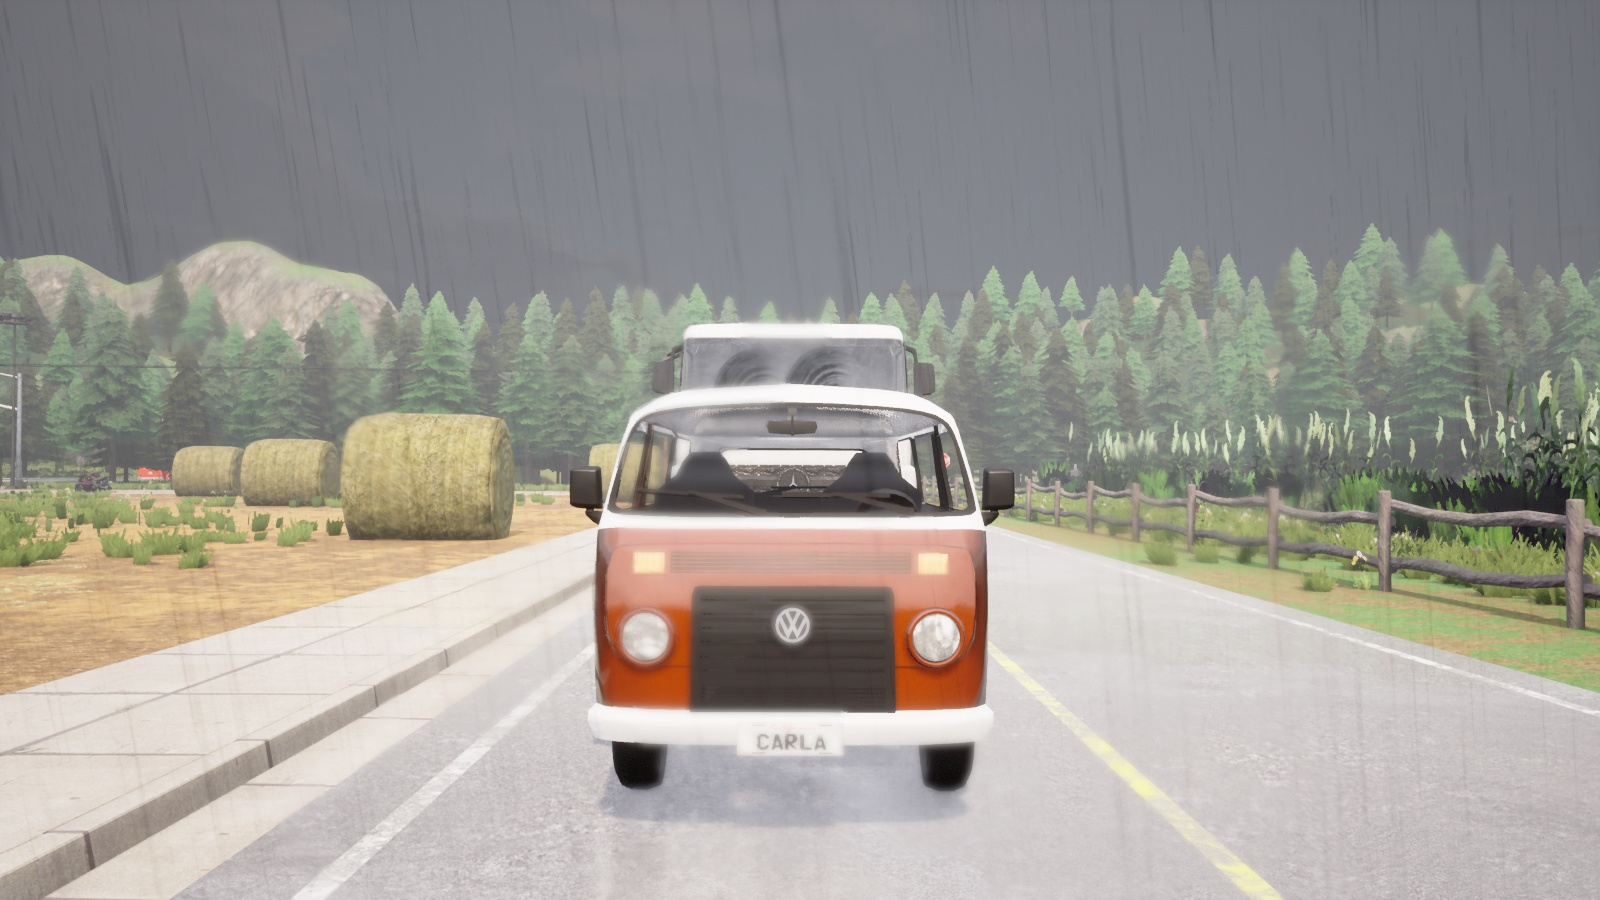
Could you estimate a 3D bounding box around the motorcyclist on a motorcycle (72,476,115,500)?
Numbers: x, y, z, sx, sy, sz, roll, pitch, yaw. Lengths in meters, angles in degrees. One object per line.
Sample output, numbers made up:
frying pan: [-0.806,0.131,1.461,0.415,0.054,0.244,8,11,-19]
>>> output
motorcyclist on a motorcycle: [-44.225,2.378,78.594,2.191,1.530,0.866,0,-1,-3]

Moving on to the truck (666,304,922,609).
truck: [-0.089,0.139,18.252,2.891,3.462,7.936,0,-1,0]

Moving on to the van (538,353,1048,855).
van: [-0.037,0.662,7.364,2.069,2.038,4.480,0,-1,0]
